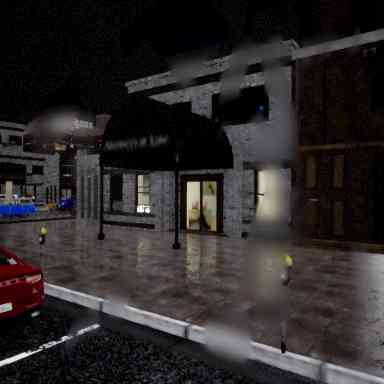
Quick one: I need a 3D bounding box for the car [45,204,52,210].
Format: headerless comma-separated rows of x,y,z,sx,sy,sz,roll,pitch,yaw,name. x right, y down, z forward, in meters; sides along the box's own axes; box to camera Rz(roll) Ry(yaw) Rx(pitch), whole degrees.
-16.227,1.569,42.442,1.752,1.417,4.829,0,0,35,car

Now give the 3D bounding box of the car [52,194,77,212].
-13.906,1.284,41.228,2.150,2.045,5.566,0,0,36,car

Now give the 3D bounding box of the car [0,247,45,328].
-4.531,1.544,6.099,4.507,1.381,1.887,0,0,35,car

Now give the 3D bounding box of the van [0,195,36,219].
-15.623,1.413,28.713,1.690,1.788,3.998,0,0,35,van
